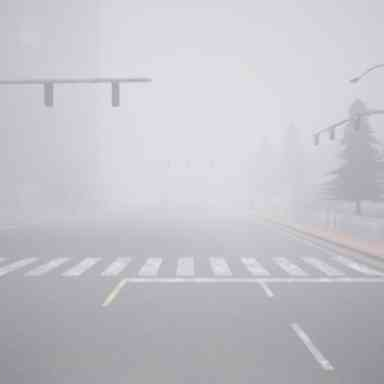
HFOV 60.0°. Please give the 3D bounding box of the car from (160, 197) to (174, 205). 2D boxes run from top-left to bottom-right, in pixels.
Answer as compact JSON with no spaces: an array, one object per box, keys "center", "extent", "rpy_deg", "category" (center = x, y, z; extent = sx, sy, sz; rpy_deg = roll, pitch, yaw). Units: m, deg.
[{"center":[-5.152,1.770,68.748],"extent":[1.882,1.535,5.008],"rpy_deg":[0,0,-19],"category":"car"}]
